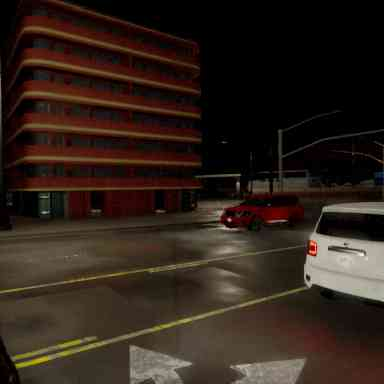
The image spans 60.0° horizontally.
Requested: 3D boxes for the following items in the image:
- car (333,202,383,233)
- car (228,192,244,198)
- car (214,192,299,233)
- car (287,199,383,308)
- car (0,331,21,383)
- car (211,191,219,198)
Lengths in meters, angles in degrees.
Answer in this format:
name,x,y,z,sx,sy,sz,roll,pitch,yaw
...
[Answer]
name,x,y,z,sx,sy,sz,roll,pitch,yaw
car,10.818,1.439,20.146,5.008,1.535,1.882,0,0,-35
car,11.343,0.818,85.094,3.806,1.475,1.970,-1,1,-35
car,4.325,1.191,19.888,5.566,2.045,2.150,0,0,-35
car,4.761,1.218,7.127,5.566,2.045,2.150,0,0,-35
car,-3.680,1.222,1.126,5.566,2.045,2.150,0,0,-35
car,7.375,0.671,89.318,4.611,1.667,2.242,-1,1,-35
